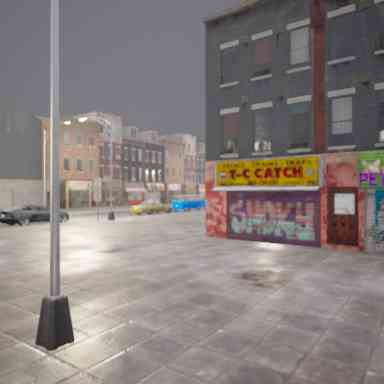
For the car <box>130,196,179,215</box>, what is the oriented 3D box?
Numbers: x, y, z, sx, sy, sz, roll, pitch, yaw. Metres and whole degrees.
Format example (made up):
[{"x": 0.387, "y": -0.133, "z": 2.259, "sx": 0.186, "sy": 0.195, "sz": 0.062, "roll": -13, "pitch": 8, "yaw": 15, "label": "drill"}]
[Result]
[{"x": -3.666, "y": 1.421, "z": 31.475, "sx": 1.752, "sy": 1.417, "sz": 4.829, "roll": 0, "pitch": 0, "yaw": 36, "label": "car"}]

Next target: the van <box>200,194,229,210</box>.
[{"x": 2.826, "y": 1.207, "z": 40.540, "sx": 1.690, "sy": 1.788, "sz": 3.998, "roll": 0, "pitch": 0, "yaw": 36, "label": "van"}]

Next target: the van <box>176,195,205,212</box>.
[{"x": -0.469, "y": 1.222, "z": 35.938, "sx": 1.690, "sy": 1.788, "sz": 3.998, "roll": 0, "pitch": 0, "yaw": 36, "label": "van"}]

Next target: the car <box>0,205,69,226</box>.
[{"x": -10.356, "y": 1.494, "z": 22.134, "sx": 1.947, "sy": 1.339, "sz": 4.313, "roll": 0, "pitch": 0, "yaw": 36, "label": "car"}]
